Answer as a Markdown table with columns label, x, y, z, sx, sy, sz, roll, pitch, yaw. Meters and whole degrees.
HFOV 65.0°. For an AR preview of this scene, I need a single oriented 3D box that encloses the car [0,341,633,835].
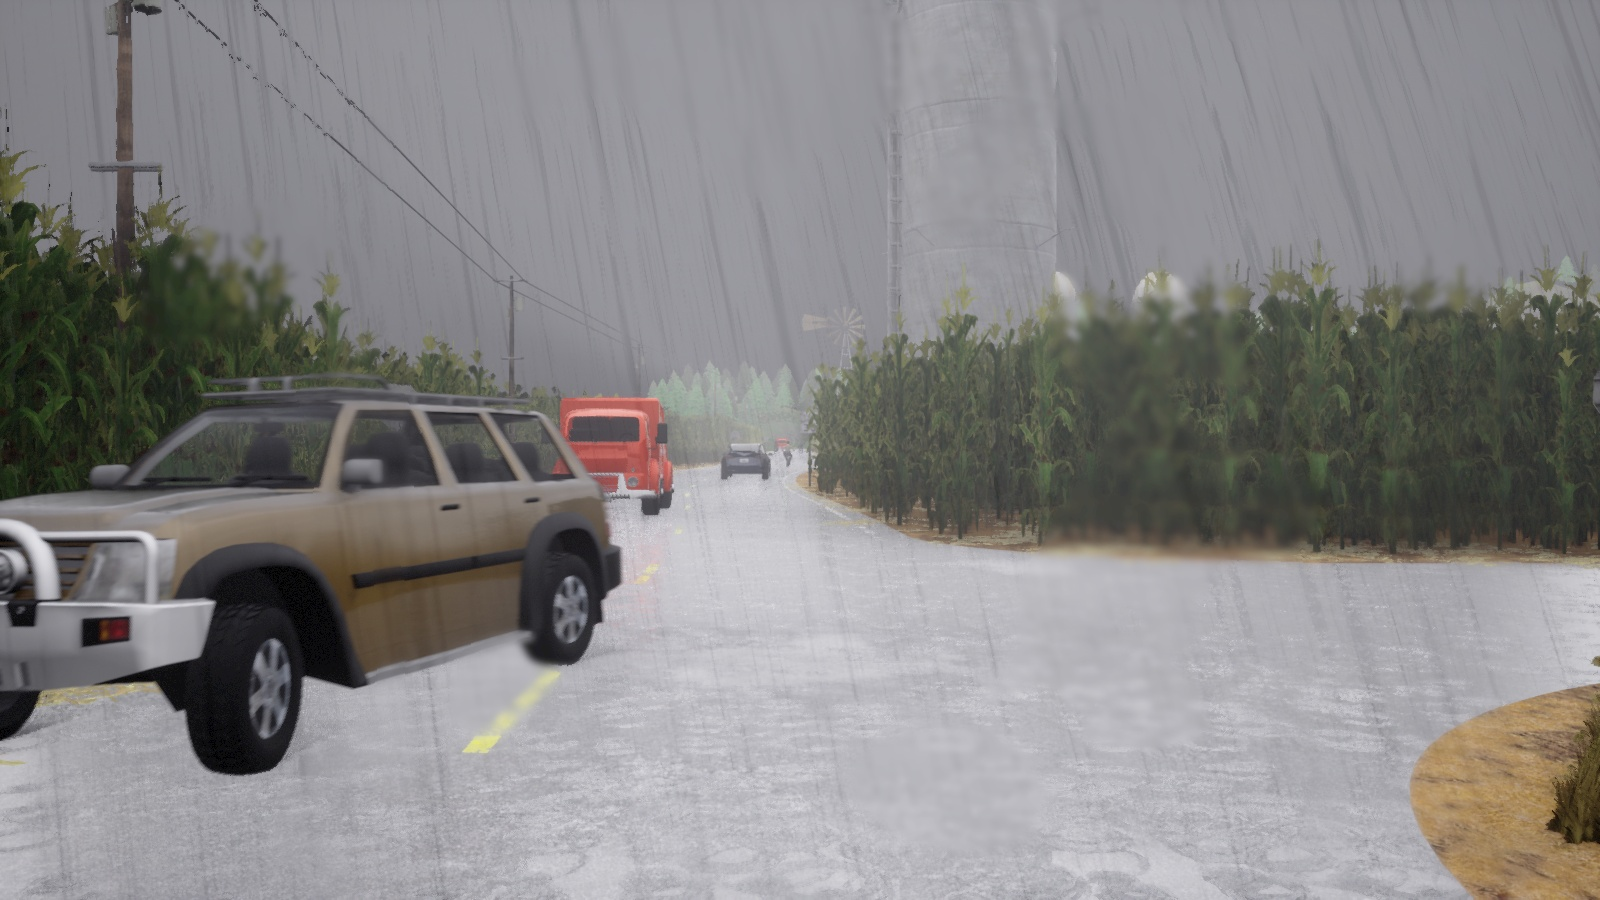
| label | x | y | z | sx | sy | sz | roll | pitch | yaw |
| --- | --- | --- | --- | --- | --- | --- | --- | --- | --- |
| car | -2.834 | 0.520 | 7.200 | 1.932 | 1.855 | 4.605 | -1 | 0 | 17 |

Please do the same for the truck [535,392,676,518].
| label | x | y | z | sx | sy | sz | roll | pitch | yaw |
| --- | --- | --- | --- | --- | --- | --- | --- | --- | --- |
| truck | -4.079 | 0.109 | 27.311 | 2.627 | 2.467 | 5.204 | 0 | 0 | -4 |

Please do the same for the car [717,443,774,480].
| label | x | y | z | sx | sy | sz | roll | pitch | yaw |
| --- | --- | --- | --- | --- | --- | --- | --- | --- | --- |
| car | -2.237 | 0.446 | 52.953 | 2.163 | 1.488 | 4.792 | 0 | 0 | 0 |
